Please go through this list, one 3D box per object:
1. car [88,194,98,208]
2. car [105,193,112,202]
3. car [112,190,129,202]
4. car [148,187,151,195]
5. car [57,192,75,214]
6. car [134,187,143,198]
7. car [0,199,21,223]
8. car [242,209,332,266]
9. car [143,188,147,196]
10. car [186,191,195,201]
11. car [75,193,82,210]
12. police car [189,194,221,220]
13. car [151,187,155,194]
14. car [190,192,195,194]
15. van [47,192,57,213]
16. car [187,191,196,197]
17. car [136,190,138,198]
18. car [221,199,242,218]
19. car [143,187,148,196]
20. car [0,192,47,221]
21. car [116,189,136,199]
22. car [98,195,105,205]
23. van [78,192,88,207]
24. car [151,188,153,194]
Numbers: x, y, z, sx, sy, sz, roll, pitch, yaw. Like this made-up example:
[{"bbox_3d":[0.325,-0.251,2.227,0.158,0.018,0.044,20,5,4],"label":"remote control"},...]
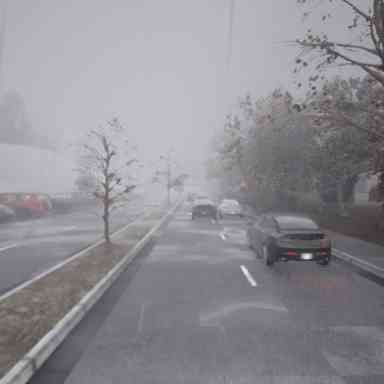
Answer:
[{"bbox_3d":[-13.833,1.004,39.174,4.553,1.767,2.185,-1,1,-20],"label":"car"},{"bbox_3d":[-13.832,1.078,45.167,4.792,1.488,2.163,-1,1,-20],"label":"car"},{"bbox_3d":[-13.826,0.915,57.172,4.792,1.488,2.163,-1,1,-20],"label":"car"},{"bbox_3d":[-13.870,0.176,87.173,4.553,1.767,2.185,-1,1,-20],"label":"car"},{"bbox_3d":[-13.843,0.999,30.230,5.566,2.045,2.435,-1,1,-20],"label":"car"},{"bbox_3d":[-13.824,0.457,69.182,5.566,2.045,2.435,-1,1,-20],"label":"car"},{"bbox_3d":[-13.865,1.405,21.267,4.674,1.452,2.002,-1,1,-20],"label":"car"},{"bbox_3d":[3.095,1.466,11.376,1.837,1.490,4.892,0,0,0],"label":"car"},{"bbox_3d":[-13.672,0.584,75.239,5.366,1.575,1.946,-1,1,-20],"label":"car"},{"bbox_3d":[-0.010,0.808,62.783,2.128,1.511,4.902,0,1,0],"label":"car"},{"bbox_3d":[-13.857,1.212,33.202,4.892,1.521,2.231,-1,1,-20],"label":"car"},{"bbox_3d":[0.895,1.234,26.314,1.930,1.638,5.238,0,1,0],"label":"police car"},{"bbox_3d":[-13.828,0.131,93.185,5.008,1.535,2.097,-1,2,-20],"label":"car"},{"bbox_3d":[0.881,1.134,42.202,1.812,1.442,4.674,-1,1,0],"label":"car"},{"bbox_3d":[-13.761,1.063,27.278,4.442,1.987,1.878,-1,1,-20],"label":"van"},{"bbox_3d":[-0.013,0.457,77.780,2.033,1.411,5.357,0,1,0],"label":"car"},{"bbox_3d":[-13.852,0.795,66.168,4.674,1.452,2.002,-1,1,-20],"label":"car"},{"bbox_3d":[3.093,1.317,27.636,1.812,1.442,4.674,0,1,0],"label":"car"},{"bbox_3d":[-13.871,0.275,78.161,5.566,2.045,2.435,-1,2,-20],"label":"car"},{"bbox_3d":[-13.897,1.080,24.235,5.566,2.045,2.435,-1,1,-20],"label":"car"},{"bbox_3d":[-14.021,0.802,63.094,5.366,1.575,1.946,-1,1,-20],"label":"car"},{"bbox_3d":[-13.854,1.129,42.149,4.674,1.452,2.002,-1,1,-20],"label":"car"},{"bbox_3d":[-13.973,0.946,36.138,4.442,1.987,1.878,-1,1,-20],"label":"van"},{"bbox_3d":[-13.839,0.257,90.187,4.674,1.452,2.002,-1,1,-20],"label":"car"}]
